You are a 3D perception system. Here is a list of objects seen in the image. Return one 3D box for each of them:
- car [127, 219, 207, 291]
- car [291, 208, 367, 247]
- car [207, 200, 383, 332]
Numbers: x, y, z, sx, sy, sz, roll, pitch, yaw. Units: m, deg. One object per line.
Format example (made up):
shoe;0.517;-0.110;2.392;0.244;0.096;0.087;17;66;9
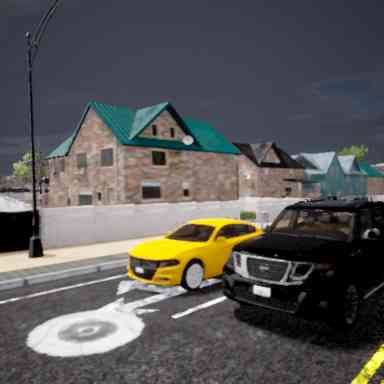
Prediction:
car;0.508;1.513;9.441;1.882;1.535;5.008;-1;0;43
car;6.684;1.589;15.973;1.994;1.385;4.181;-1;0;44
car;3.011;1.235;7.359;2.150;2.045;5.566;-1;0;43
